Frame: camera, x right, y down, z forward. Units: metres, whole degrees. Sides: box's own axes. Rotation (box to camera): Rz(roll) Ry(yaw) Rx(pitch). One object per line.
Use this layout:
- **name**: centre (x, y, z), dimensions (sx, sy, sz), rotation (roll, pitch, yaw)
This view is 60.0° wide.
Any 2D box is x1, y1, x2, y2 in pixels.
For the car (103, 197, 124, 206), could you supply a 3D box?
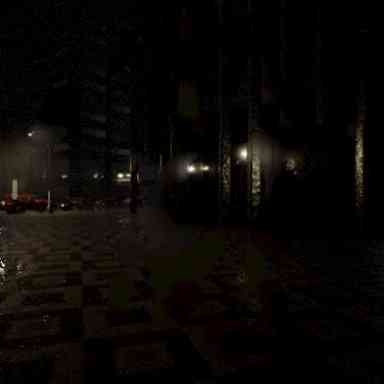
- **car**: centre (-13.033, 1.395, 50.855), dimensions (1.802, 1.307, 4.206), rotation (0, 0, 35)

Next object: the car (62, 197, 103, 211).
- **car**: centre (-12.442, 1.431, 36.709), dimensions (1.947, 1.339, 4.313), rotation (0, 0, 35)

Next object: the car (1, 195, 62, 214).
- **car**: centre (-15.646, 1.183, 32.067), dimensions (2.192, 1.841, 5.009), rotation (0, 0, 35)

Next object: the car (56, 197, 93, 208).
- **car**: centre (-16.237, 1.362, 46.215), dimensions (1.887, 1.381, 4.507), rotation (0, 0, 35)

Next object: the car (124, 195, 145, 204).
- **car**: centre (-9.827, 1.250, 55.495), dimensions (1.967, 1.590, 4.097), rotation (0, 0, 35)
